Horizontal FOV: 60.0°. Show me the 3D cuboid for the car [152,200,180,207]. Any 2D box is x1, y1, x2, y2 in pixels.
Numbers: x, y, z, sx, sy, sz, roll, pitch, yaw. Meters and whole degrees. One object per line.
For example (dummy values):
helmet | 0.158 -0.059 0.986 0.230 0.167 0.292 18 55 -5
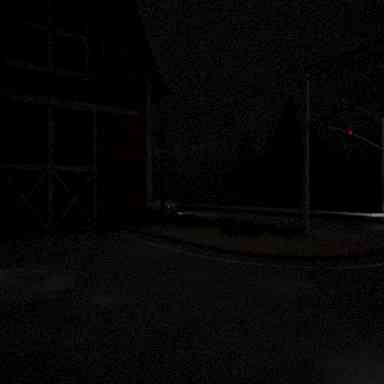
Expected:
car | -3.125 1.630 38.641 1.812 1.442 4.674 0 0 -35
